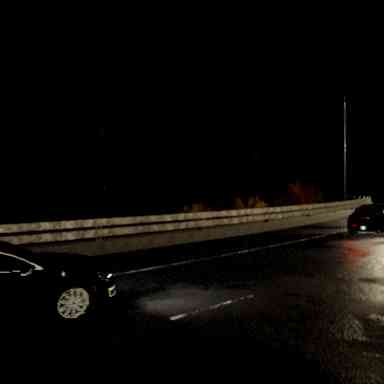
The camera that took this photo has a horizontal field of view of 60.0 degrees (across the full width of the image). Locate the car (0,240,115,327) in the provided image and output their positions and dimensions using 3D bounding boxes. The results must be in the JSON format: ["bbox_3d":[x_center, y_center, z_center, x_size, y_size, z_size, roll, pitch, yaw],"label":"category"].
[{"bbox_3d":[-3.724,1.503,5.485,4.892,1.490,1.837,-1,1,-35],"label":"car"}]

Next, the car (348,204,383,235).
[{"bbox_3d":[9.578,1.358,16.993,1.837,1.490,4.892,0,1,45],"label":"car"}]
